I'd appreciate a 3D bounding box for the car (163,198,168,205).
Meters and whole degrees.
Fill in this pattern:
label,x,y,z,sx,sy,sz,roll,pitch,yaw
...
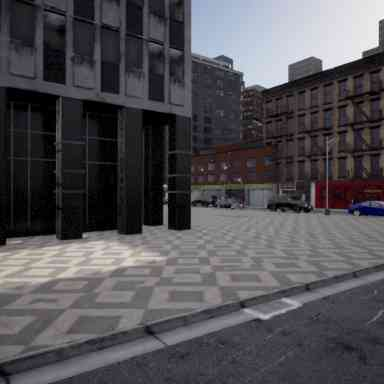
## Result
label,x,y,z,sx,sy,sz,roll,pitch,yaw
car,-4.041,1.844,65.042,1.837,1.490,4.892,0,0,-36

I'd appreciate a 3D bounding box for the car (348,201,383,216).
label,x,y,z,sx,sy,sz,roll,pitch,yaw
car,17.167,1.577,30.820,1.882,1.535,5.008,0,-1,-37

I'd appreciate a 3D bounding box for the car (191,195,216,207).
label,x,y,z,sx,sy,sz,roll,pitch,yaw
car,2.175,1.522,56.641,2.150,2.045,5.566,0,0,-36

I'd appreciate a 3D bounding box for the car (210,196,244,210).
label,x,y,z,sx,sy,sz,roll,pitch,yaw
car,5.286,1.727,47.076,2.128,1.511,4.902,0,0,-36

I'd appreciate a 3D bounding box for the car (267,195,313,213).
label,x,y,z,sx,sy,sz,roll,pitch,yaw
car,11.320,1.392,38.821,2.150,2.045,5.566,0,-1,-36
